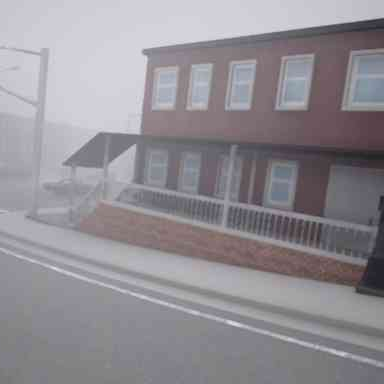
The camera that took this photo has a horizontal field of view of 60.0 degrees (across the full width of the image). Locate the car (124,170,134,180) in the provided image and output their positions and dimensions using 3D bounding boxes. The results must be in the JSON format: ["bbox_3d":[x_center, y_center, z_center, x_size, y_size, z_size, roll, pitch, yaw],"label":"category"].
[{"bbox_3d":[-7.639,-2.697,50.496,2.150,2.045,5.566,10,6,36],"label":"car"}]

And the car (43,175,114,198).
[{"bbox_3d":[-8.602,-0.299,25.337,1.895,1.301,4.718,10,6,36],"label":"car"}]

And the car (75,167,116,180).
[{"bbox_3d":[-11.313,-1.934,39.559,2.128,1.511,4.902,10,6,35],"label":"car"}]

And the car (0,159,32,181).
[{"bbox_3d":[-17.237,-2.077,31.276,2.097,1.767,4.553,10,6,35],"label":"car"}]

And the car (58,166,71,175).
[{"bbox_3d":[-13.920,-2.706,41.799,2.150,2.045,5.566,10,6,35],"label":"car"}]
